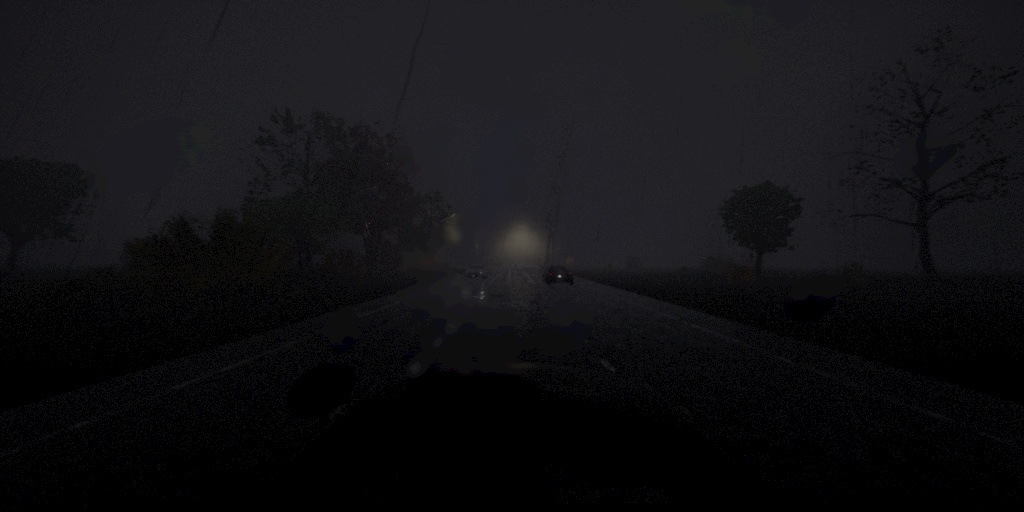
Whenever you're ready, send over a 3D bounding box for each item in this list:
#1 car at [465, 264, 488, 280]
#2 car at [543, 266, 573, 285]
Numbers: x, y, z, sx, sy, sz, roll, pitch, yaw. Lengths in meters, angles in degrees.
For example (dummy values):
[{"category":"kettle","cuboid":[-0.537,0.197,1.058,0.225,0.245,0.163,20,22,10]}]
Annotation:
[{"category":"car","cuboid":[-3.452,1.515,34.923,1.812,1.442,4.674,-1,0,1]},{"category":"car","cuboid":[3.524,1.452,27.887,1.994,1.385,4.181,0,0,0]}]
